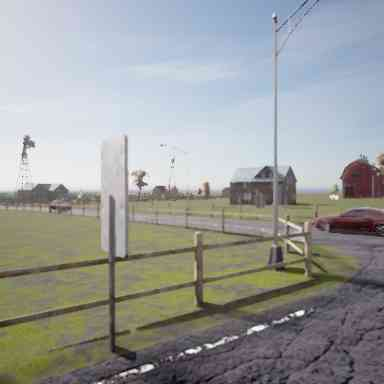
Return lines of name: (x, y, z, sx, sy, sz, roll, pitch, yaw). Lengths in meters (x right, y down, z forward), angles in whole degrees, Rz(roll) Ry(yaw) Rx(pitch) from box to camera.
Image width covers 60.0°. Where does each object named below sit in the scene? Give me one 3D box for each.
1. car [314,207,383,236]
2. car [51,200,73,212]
car: (9.198, 1.570, 18.336, 4.674, 1.442, 1.812, -1, 1, 39)
car: (-19.691, 2.034, 49.866, 2.097, 1.767, 4.553, 0, -1, -42)
